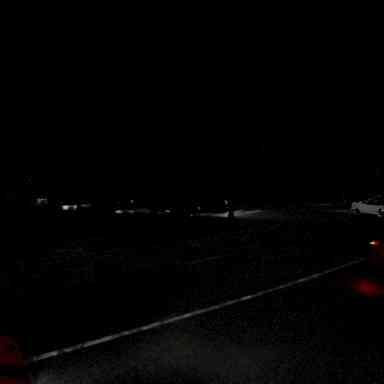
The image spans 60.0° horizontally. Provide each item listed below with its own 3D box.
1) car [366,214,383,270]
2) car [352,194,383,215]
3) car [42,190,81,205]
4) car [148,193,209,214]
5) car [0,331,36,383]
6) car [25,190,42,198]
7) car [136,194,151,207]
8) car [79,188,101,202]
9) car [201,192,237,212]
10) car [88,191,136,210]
[{"bbox_3d":[6.722,1.444,9.589,4.181,1.385,1.994,-2,1,-42],"label":"car"},{"bbox_3d":[13.240,1.081,23.284,1.895,1.301,4.718,-2,1,-4],"label":"car"},{"bbox_3d":[-16.799,0.802,42.758,4.892,1.490,1.837,3,3,37],"label":"car"},{"bbox_3d":[-1.317,1.166,30.966,4.902,1.511,2.128,0,2,37],"label":"car"},{"bbox_3d":[-3.211,1.353,1.638,4.553,1.767,2.097,0,0,-35],"label":"car"},{"bbox_3d":[-24.786,0.293,53.313,4.718,1.301,1.895,3,3,37],"label":"car"},{"bbox_3d":[-4.901,1.005,38.094,4.892,1.490,1.837,1,2,37],"label":"car"},{"bbox_3d":[-13.390,0.465,44.550,5.566,2.045,2.150,2,3,38],"label":"car"},{"bbox_3d":[2.123,0.920,32.768,4.553,1.767,2.097,0,2,36],"label":"car"},{"bbox_3d":[-8.886,1.047,36.730,5.008,1.535,1.882,1,3,37],"label":"car"}]
